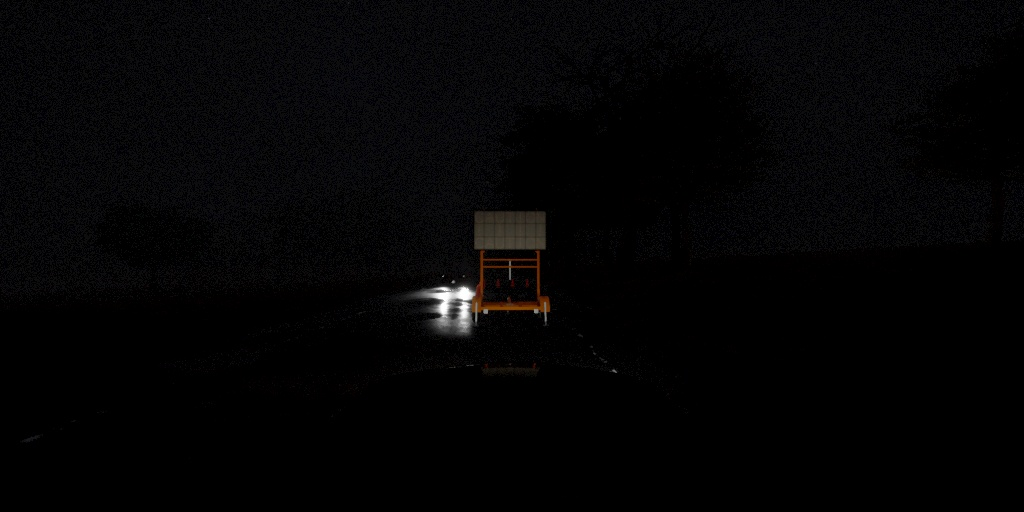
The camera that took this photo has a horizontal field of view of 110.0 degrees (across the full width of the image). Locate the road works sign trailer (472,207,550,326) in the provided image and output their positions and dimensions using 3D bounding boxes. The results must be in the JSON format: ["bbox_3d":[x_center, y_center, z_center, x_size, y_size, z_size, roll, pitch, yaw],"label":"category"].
[{"bbox_3d":[-0.067,0.231,11.690,2.380,3.560,2.880,0,0,-2],"label":"road works sign trailer"}]

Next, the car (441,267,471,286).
[{"bbox_3d":[-4.200,1.542,27.211,1.895,1.301,4.718,0,-1,-3],"label":"car"}]
